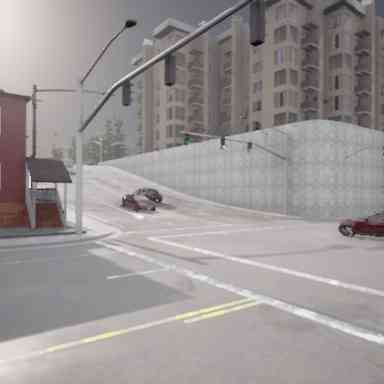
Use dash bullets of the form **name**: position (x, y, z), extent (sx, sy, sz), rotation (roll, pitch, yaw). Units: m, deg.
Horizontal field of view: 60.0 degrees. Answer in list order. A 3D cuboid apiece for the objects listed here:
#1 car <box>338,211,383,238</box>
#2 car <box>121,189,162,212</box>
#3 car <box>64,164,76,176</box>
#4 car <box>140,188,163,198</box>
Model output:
- **car**: position (9.642, 1.656, 16.382), extent (1.812, 1.442, 4.674), rotation (1, 0, -36)
- **car**: position (-5.003, 0.900, 30.585), extent (1.812, 1.442, 4.674), rotation (1, 6, -35)
- **car**: position (-18.222, -3.293, 49.099), extent (2.033, 1.411, 5.357), rotation (1, 12, -35)
- **car**: position (-5.038, 0.286, 36.830), extent (1.837, 1.490, 4.892), rotation (1, 8, -36)
